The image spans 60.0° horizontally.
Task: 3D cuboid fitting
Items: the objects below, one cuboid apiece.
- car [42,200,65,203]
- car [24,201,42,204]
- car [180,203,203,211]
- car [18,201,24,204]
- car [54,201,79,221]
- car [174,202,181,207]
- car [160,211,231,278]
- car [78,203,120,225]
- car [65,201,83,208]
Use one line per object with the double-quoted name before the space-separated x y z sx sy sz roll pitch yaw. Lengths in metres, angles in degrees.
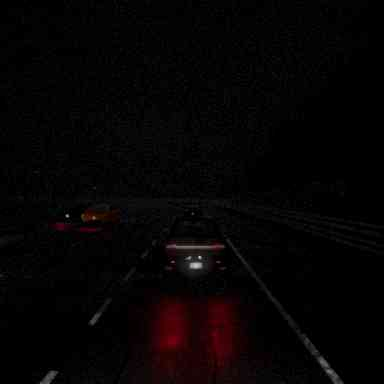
"car" -21.095 2.035 52.139 2.097 1.767 4.553 0 -1 0
"car" -28.049 2.372 60.666 1.882 1.535 5.008 0 -1 0
"car" 0.076 1.831 32.515 1.812 1.442 4.674 0 -1 0
"car" -31.548 2.491 62.889 2.033 1.411 5.357 0 -1 0
"car" -10.422 1.780 30.240 1.837 1.490 4.892 0 -1 0
"car" -3.564 3.097 84.783 1.895 1.301 4.718 0 -1 0
"car" 0.092 1.569 10.407 2.128 1.511 4.902 0 0 0
"car" -6.920 1.696 25.952 1.882 1.535 5.008 0 -1 0
"car" -24.553 2.653 69.441 2.033 1.411 5.357 0 -1 0
